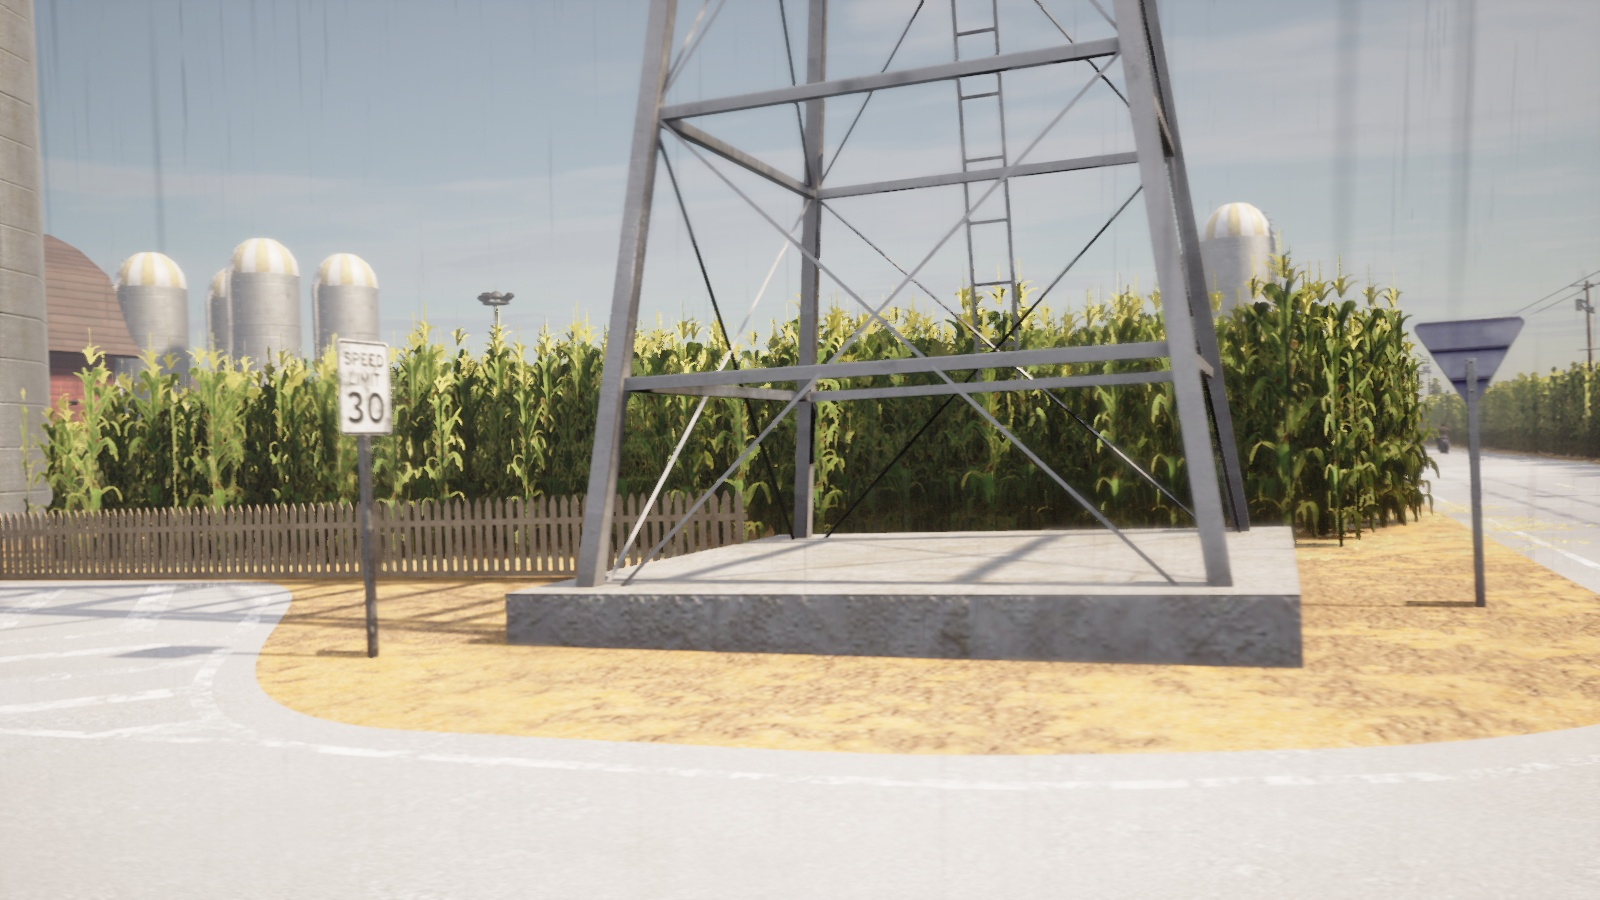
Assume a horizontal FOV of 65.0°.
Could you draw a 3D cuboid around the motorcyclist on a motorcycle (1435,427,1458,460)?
[{"bbox_3d":[33.568,-0.353,65.243,0.766,1.649,2.350,-2,0,21],"label":"motorcyclist on a motorcycle"}]
